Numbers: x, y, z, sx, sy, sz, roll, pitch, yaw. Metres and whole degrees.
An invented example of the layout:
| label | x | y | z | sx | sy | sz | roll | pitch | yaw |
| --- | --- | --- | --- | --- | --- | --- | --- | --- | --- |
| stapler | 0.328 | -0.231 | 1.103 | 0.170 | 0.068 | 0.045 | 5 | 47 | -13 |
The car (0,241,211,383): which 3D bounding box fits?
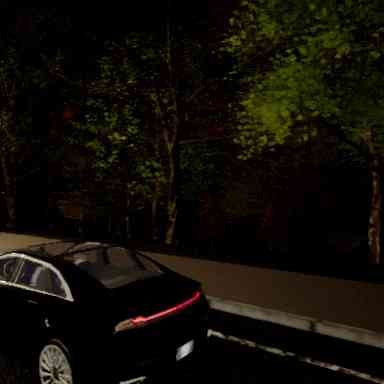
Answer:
| label | x | y | z | sx | sy | sz | roll | pitch | yaw |
| --- | --- | --- | --- | --- | --- | --- | --- | --- | --- |
| car | -2.050 | 1.510 | 5.022 | 4.902 | 1.511 | 2.128 | 0 | 0 | 35 |
